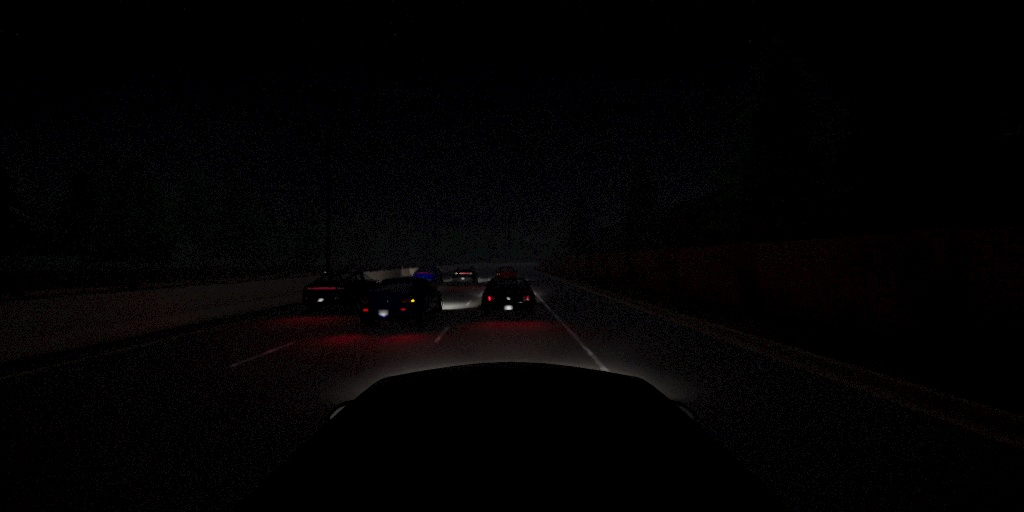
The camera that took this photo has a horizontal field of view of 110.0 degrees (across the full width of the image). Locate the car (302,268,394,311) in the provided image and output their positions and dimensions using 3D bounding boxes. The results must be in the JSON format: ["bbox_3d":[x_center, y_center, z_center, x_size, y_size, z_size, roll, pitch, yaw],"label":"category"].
[{"bbox_3d":[-7.173,1.465,15.791,2.128,1.511,4.902,0,-1,-1],"label":"car"}]

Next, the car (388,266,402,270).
[{"bbox_3d":[-14.940,1.962,45.501,1.994,1.385,4.181,0,-1,-1],"label":"car"}]

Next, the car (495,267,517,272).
[{"bbox_3d":[-0.504,1.665,32.159,1.812,1.442,4.674,0,-1,-1],"label":"car"}]

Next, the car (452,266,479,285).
[{"bbox_3d":[-3.980,1.639,31.090,2.128,1.511,4.902,0,-1,-1],"label":"car"}]

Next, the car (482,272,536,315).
[{"bbox_3d":[-0.149,1.515,14.521,1.895,1.301,4.718,0,-1,-1],"label":"car"}]

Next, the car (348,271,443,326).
[{"bbox_3d":[-3.617,1.432,12.280,1.812,1.442,4.674,0,-1,-1],"label":"car"}]

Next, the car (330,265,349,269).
[{"bbox_3d":[-21.940,1.946,45.466,1.837,1.490,4.892,0,-1,-1],"label":"car"}]

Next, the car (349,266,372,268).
[{"bbox_3d":[-18.437,1.982,45.412,1.994,1.385,4.181,0,-1,-1],"label":"car"}]

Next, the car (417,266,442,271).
[{"bbox_3d":[-7.507,1.666,32.598,1.882,1.535,5.008,0,-1,-1],"label":"car"}]
